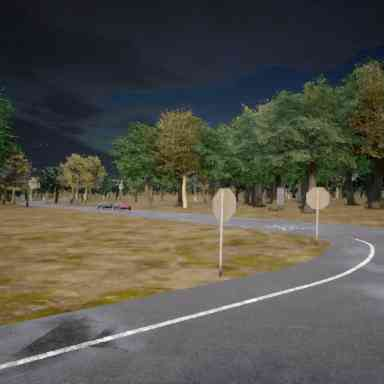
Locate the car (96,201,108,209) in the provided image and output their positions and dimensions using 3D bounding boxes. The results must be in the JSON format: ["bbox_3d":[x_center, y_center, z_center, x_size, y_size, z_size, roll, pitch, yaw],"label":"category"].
[{"bbox_3d":[-15.772,2.364,60.109,1.994,1.385,4.181,2,-2,-34],"label":"car"}]

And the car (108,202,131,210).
[{"bbox_3d":[-11.404,2.237,53.760,1.994,1.385,4.181,2,-2,-34],"label":"car"}]
